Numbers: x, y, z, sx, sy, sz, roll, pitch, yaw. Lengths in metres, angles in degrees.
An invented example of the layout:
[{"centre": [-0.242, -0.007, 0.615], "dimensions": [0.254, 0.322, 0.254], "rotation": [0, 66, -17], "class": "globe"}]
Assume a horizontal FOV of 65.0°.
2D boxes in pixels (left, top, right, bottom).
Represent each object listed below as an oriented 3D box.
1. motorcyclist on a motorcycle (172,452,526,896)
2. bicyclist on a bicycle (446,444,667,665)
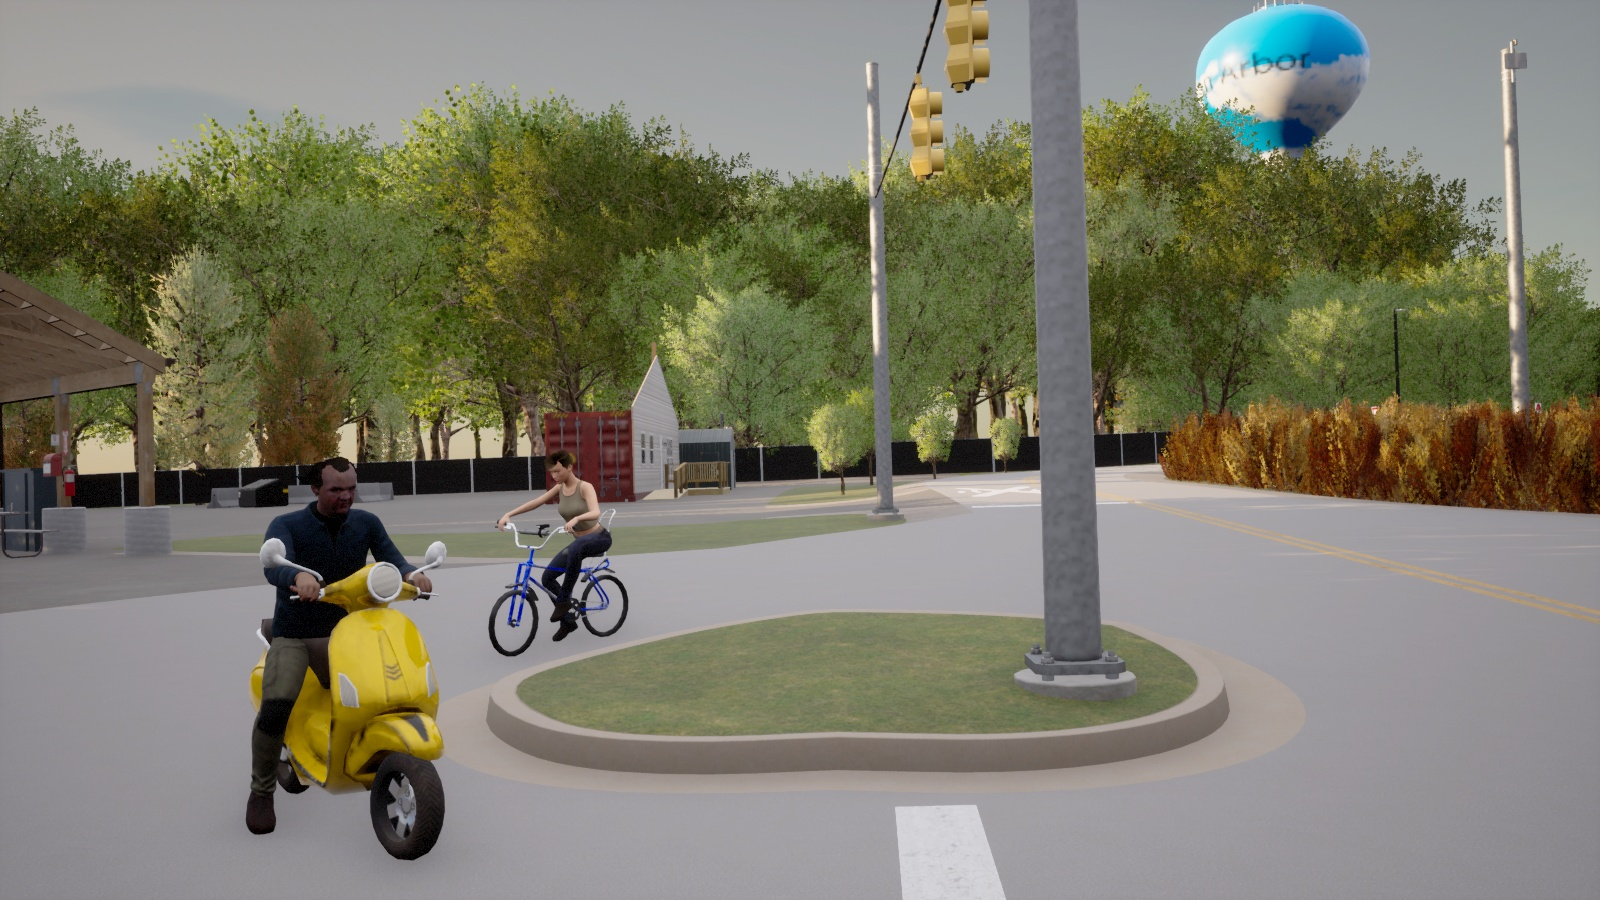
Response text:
[{"centre": [-2.026, 0.809, 5.480], "dimensions": [0.866, 1.590, 1.817], "rotation": [0, 0, -40], "class": "motorcyclist on a motorcycle"}, {"centre": [-1.978, 0.794, 10.331], "dimensions": [0.866, 1.612, 1.509], "rotation": [-1, 2, 39], "class": "bicyclist on a bicycle"}]
